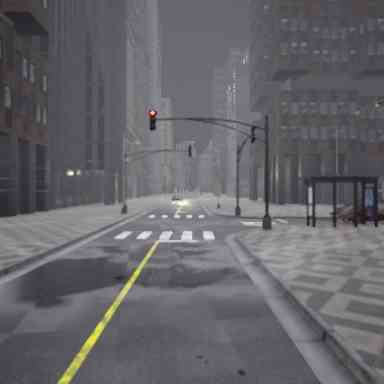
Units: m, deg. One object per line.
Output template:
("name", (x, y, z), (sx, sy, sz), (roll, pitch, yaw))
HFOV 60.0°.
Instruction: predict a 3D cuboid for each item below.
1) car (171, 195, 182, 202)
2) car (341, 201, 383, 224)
("car", (-3.013, 1.239, 66.306), (1.994, 1.385, 4.181), (0, 0, 1))
("car", (11.506, 1.322, 21.324), (4.674, 1.442, 1.812), (0, 0, 0))
